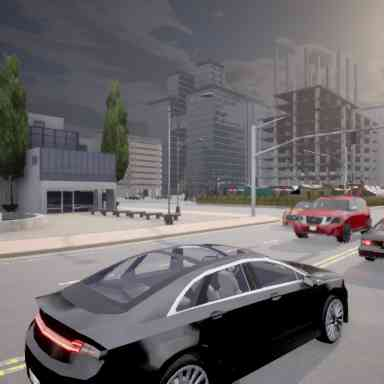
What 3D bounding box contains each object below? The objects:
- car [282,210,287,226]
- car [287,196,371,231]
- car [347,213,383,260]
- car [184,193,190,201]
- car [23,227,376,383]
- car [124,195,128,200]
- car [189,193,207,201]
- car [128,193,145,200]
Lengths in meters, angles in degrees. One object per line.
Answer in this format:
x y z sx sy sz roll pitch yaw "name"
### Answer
7.906 1.364 22.460 2.097 1.767 4.553 0 0 42 "car"
7.074 1.224 16.377 2.150 2.045 5.566 0 0 43 "car"
7.324 1.547 11.326 2.033 1.411 5.357 0 0 43 "car"
-0.175 1.156 76.525 1.905 1.878 3.866 0 0 43 "car"
0.401 1.492 4.617 4.902 1.511 2.128 0 0 -41 "car"
-16.487 1.153 92.049 1.932 1.855 4.605 0 0 43 "car"
1.916 1.395 74.523 1.970 1.475 3.806 0 0 43 "car"
-14.426 1.156 90.016 1.905 1.878 3.866 0 0 43 "car"
